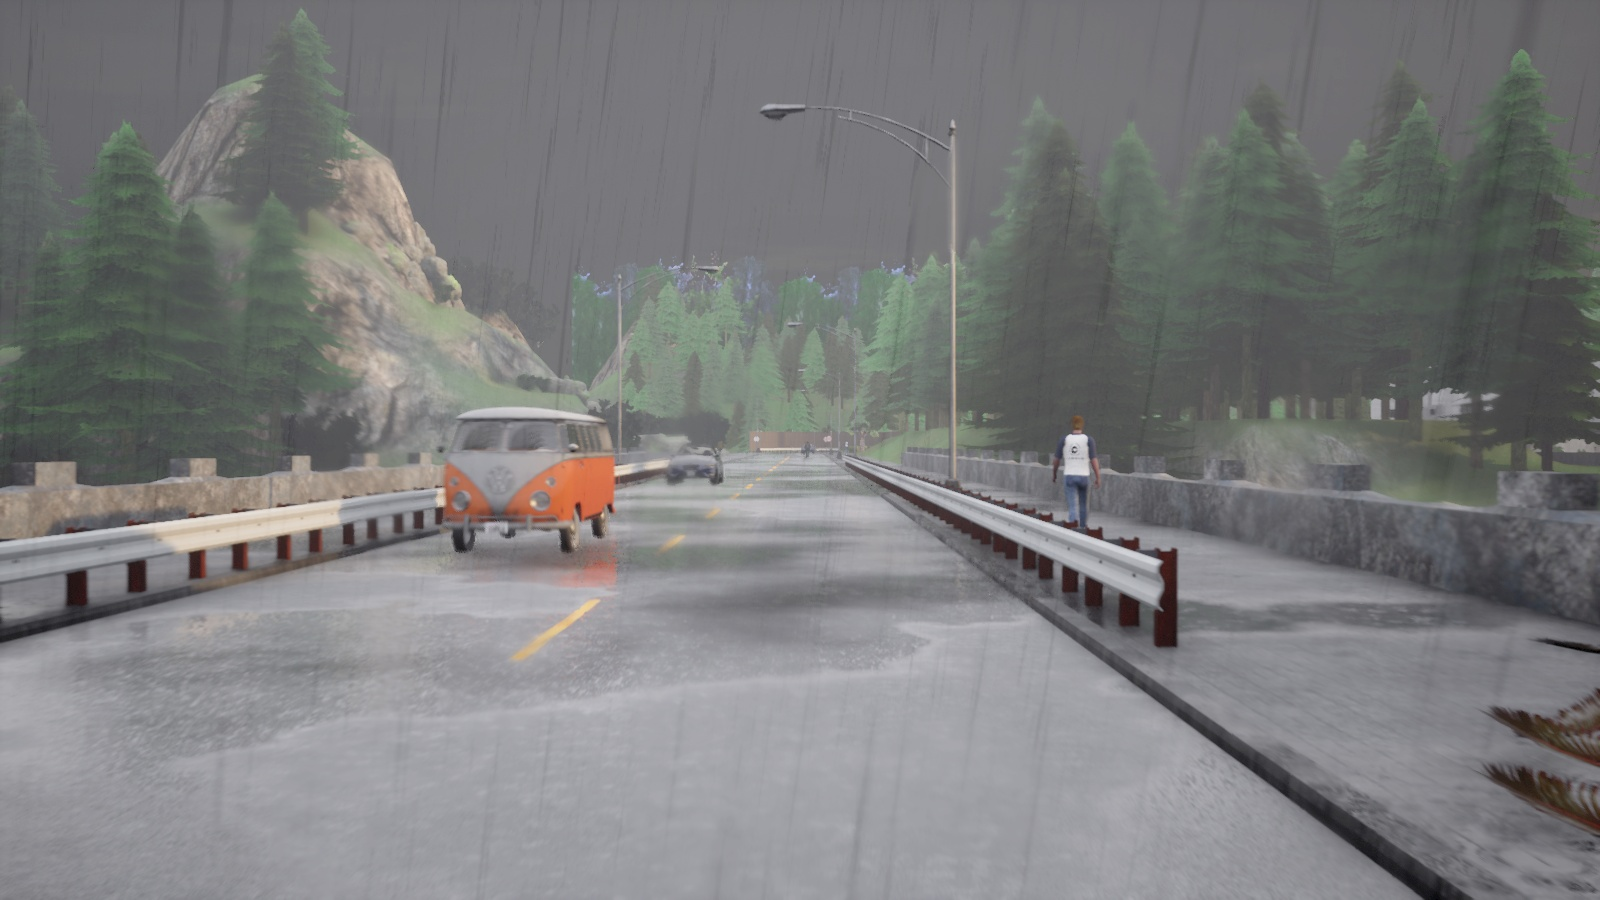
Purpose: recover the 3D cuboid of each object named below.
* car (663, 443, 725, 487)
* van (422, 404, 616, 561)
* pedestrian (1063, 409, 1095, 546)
[{"bbox_3d":[-3.719,0.505,44.710,1.816,1.474,4.193,0,0,0],"label":"car"},{"bbox_3d":[-3.877,0.394,18.111,1.775,1.987,4.442,0,0,0],"label":"van"},{"bbox_3d":[3.833,0.362,17.245,0.354,1.836,0.706,0,0,18],"label":"pedestrian"}]
